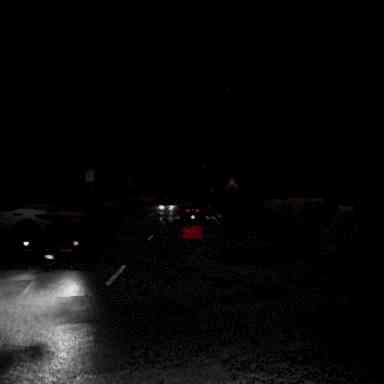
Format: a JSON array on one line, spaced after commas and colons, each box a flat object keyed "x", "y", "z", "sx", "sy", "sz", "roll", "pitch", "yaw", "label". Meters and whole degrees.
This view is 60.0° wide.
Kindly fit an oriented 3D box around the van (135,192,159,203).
[{"x": -9.360, "y": 1.145, "z": 69.065, "sx": 4.442, "sy": 1.987, "sz": 1.878, "roll": -1, "pitch": 1, "yaw": -20, "label": "van"}]

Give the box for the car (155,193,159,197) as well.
[{"x": -9.383, "y": 1.436, "z": 63.052, "sx": 5.366, "sy": 1.575, "sz": 1.946, "roll": -1, "pitch": 0, "yaw": -20, "label": "car"}]

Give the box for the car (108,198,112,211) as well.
[{"x": -9.269, "y": 1.472, "z": 27.090, "sx": 4.674, "sy": 1.452, "sz": 2.002, "roll": -1, "pitch": 0, "yaw": -20, "label": "car"}]

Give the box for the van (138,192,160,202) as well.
[{"x": -9.380, "y": 1.108, "z": 72.065, "sx": 4.442, "sy": 1.987, "sz": 1.878, "roll": -1, "pitch": 1, "yaw": -20, "label": "van"}]

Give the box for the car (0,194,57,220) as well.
[{"x": -9.314, "y": 1.196, "z": 15.095, "sx": 5.566, "sy": 2.045, "sz": 2.435, "roll": -1, "pitch": 0, "yaw": -20, "label": "car"}]

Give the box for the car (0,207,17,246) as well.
[{"x": -9.327, "y": 1.483, "z": 12.096, "sx": 4.792, "sy": 1.488, "sz": 2.163, "roll": -1, "pitch": 0, "yaw": -20, "label": "car"}]

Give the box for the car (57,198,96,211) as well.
[{"x": -9.130, "y": 1.433, "z": 21.154, "sx": 5.366, "sy": 1.575, "sz": 1.946, "roll": -1, "pitch": 0, "yaw": -20, "label": "car"}]

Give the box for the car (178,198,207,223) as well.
[{"x": 0.057, "y": 1.451, "z": 24.979, "sx": 1.837, "sy": 1.490, "sz": 4.892, "roll": 0, "pitch": 0, "yaw": 0, "label": "car"}]

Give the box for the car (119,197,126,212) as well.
[{"x": -9.276, "y": 1.304, "z": 33.088, "sx": 4.553, "sy": 1.767, "sz": 2.185, "roll": -1, "pitch": 0, "yaw": -20, "label": "car"}]

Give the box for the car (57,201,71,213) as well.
[{"x": -9.291, "y": 1.472, "z": 18.097, "sx": 4.792, "sy": 1.488, "sz": 2.163, "roll": -1, "pitch": 0, "yaw": -20, "label": "car"}]

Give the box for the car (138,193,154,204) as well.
[{"x": -9.024, "y": 1.432, "z": 51.165, "sx": 5.366, "sy": 1.575, "sz": 1.946, "roll": -1, "pitch": 0, "yaw": -20, "label": "car"}]

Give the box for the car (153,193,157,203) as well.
[{"x": -9.023, "y": 1.434, "z": 54.166, "sx": 5.366, "sy": 1.575, "sz": 1.946, "roll": -1, "pitch": 0, "yaw": -20, "label": "car"}]

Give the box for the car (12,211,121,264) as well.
[{"x": -4.103, "y": 1.569, "z": 11.823, "sx": 1.895, "sy": 1.301, "sz": 4.718, "roll": 0, "pitch": 0, "yaw": 0, "label": "car"}]

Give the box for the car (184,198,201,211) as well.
[{"x": 0.043, "y": 1.492, "z": 41.793, "sx": 2.033, "sy": 1.411, "sz": 5.357, "roll": 0, "pitch": 0, "yaw": 0, "label": "car"}]

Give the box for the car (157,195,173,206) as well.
[{"x": -3.967, "y": 1.478, "z": 53.084, "sx": 1.812, "sy": 1.442, "sz": 4.674, "roll": 0, "pitch": 0, "yaw": 0, "label": "car"}]

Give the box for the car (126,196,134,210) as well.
[{"x": -9.204, "y": 1.458, "z": 36.108, "sx": 4.792, "sy": 1.488, "sz": 2.163, "roll": -1, "pitch": 0, "yaw": -20, "label": "car"}]

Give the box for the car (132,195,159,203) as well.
[{"x": -9.235, "y": 1.406, "z": 66.120, "sx": 5.008, "sy": 1.535, "sz": 2.097, "roll": -1, "pitch": 0, "yaw": -20, "label": "car"}]

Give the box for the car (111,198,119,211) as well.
[{"x": -9.290, "y": 1.305, "z": 30.087, "sx": 4.553, "sy": 1.767, "sz": 2.185, "roll": -1, "pitch": 0, "yaw": -20, "label": "car"}]

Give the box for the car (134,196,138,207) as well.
[{"x": -9.223, "y": 1.470, "z": 39.100, "sx": 4.674, "sy": 1.452, "sz": 2.002, "roll": -1, "pitch": 0, "yaw": -20, "label": "car"}]

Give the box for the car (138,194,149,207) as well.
[{"x": -9.208, "y": 1.436, "z": 48.100, "sx": 4.892, "sy": 1.521, "sz": 2.231, "roll": -1, "pitch": 0, "yaw": -20, "label": "car"}]

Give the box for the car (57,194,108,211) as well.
[{"x": -9.277, "y": 1.183, "z": 24.112, "sx": 5.566, "sy": 2.045, "sz": 2.435, "roll": -1, "pitch": 0, "yaw": -20, "label": "car"}]
